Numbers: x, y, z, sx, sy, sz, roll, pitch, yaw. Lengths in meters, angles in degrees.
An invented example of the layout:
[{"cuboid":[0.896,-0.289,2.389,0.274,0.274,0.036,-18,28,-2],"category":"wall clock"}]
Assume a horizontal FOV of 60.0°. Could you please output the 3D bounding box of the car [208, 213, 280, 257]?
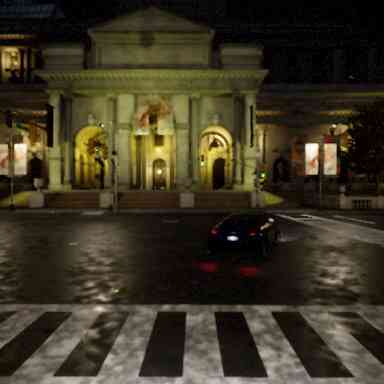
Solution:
[{"cuboid":[2.109,1.476,12.753,1.994,1.385,4.181,0,0,23],"category":"car"}]
